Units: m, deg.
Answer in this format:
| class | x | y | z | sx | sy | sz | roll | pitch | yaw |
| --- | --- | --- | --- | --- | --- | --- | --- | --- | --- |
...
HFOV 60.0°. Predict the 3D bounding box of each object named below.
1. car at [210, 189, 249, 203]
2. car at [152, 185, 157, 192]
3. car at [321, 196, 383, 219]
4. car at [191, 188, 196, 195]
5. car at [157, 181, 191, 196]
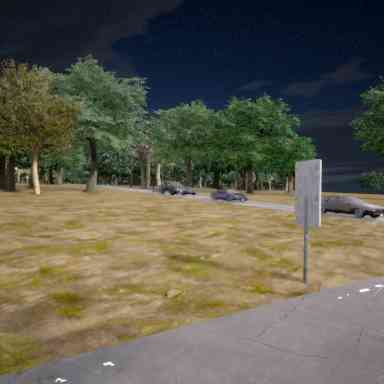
| class | x | y | z | sx | sy | sz | roll | pitch | yaw |
| --- | --- | --- | --- | --- | --- | --- | --- | --- | --- |
| car | 4.029 | 0.378 | 36.837 | 2.033 | 1.411 | 5.357 | 2 | 1 | -29 |
| car | -5.835 | -0.662 | 61.321 | 1.994 | 1.385 | 4.181 | 2 | 2 | -29 |
| car | 11.078 | 1.009 | 23.905 | 2.033 | 1.411 | 5.357 | 2 | 2 | -28 |
| car | -1.072 | -0.233 | 52.733 | 1.994 | 1.385 | 4.181 | 2 | 2 | -28 |
| car | -2.794 | -0.568 | 49.412 | 2.150 | 2.045 | 5.566 | 2 | 3 | -28 |
